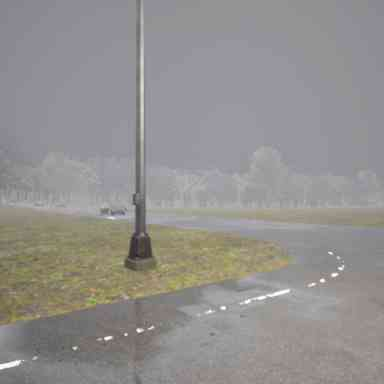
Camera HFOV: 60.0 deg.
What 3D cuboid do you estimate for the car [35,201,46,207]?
[{"bbox_3d":[-39.456,3.115,86.423,1.882,1.535,5.008,3,-2,-35],"label":"car"}]

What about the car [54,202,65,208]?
[{"bbox_3d":[-33.466,3.205,84.077,2.128,1.511,4.902,3,-2,-36],"label":"car"}]

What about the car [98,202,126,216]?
[{"bbox_3d":[-9.243,2.004,38.283,1.837,1.490,4.892,3,-3,-36],"label":"car"}]

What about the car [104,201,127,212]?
[{"bbox_3d":[-12.658,2.416,55.059,2.097,1.767,4.553,3,-3,-36],"label":"car"}]
